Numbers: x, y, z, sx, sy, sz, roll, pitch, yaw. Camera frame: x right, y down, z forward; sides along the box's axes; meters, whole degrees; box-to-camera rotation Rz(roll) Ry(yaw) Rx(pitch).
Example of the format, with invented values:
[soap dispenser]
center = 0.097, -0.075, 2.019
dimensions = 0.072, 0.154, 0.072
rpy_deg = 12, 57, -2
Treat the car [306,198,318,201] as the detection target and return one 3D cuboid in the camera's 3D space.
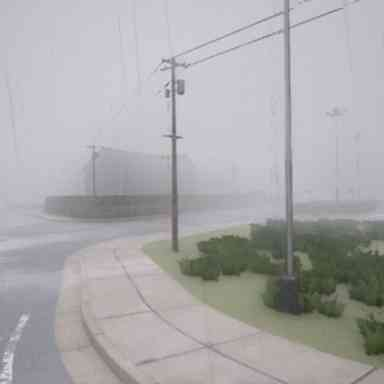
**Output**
[car]
center = 22.468, 1.873, 61.710
dimensions = 2.128, 1.511, 4.902
rpy_deg = -1, -1, 33
